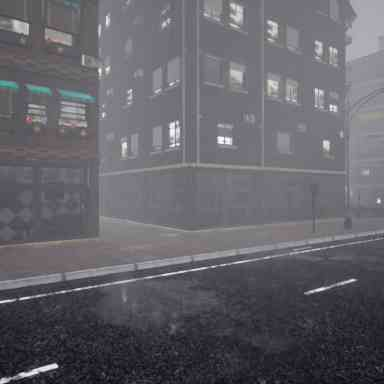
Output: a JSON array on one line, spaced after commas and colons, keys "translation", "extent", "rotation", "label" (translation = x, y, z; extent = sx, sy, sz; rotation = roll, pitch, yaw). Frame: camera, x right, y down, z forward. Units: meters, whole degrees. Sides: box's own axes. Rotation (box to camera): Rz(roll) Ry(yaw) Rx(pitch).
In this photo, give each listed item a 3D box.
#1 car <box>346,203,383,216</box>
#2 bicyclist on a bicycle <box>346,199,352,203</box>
[{"translation": [17.741, 1.845, 35.603], "extent": [1.895, 1.301, 4.718], "rotation": [0, -1, -39], "label": "car"}, {"translation": [21.417, 1.591, 45.344], "extent": [1.656, 1.620, 0.582], "rotation": [-1, 0, -36], "label": "bicyclist on a bicycle"}]
